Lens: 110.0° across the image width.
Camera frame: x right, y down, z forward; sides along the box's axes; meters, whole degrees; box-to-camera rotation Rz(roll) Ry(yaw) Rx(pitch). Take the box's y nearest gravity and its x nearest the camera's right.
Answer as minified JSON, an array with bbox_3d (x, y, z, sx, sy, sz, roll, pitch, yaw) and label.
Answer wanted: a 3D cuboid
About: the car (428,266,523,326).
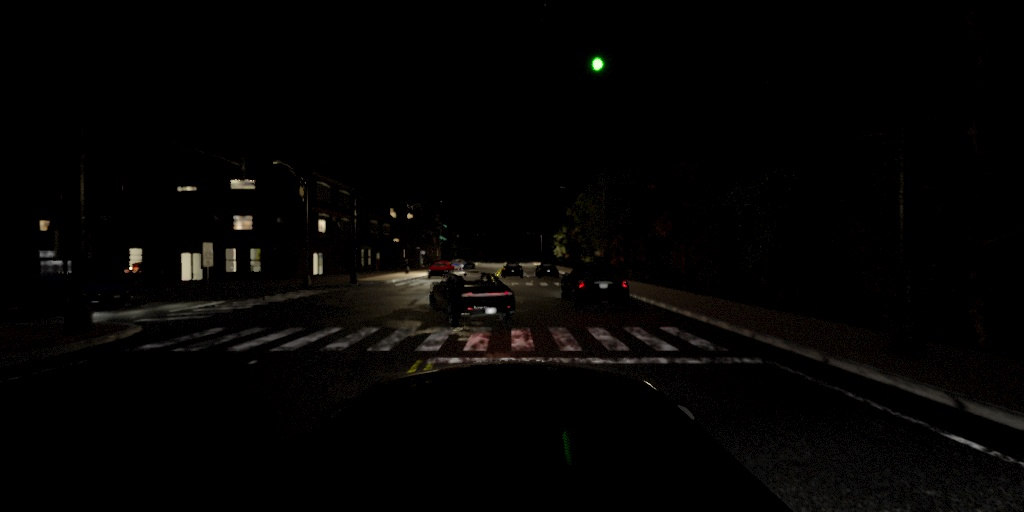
[{"bbox_3d":[-1.474,1.253,11.887,2.128,1.511,4.902,0,0,-22],"label":"car"}]

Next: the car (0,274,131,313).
[{"bbox_3d":[-19.727,1.541,15.626,5.008,1.535,1.882,-1,1,0],"label":"car"}]

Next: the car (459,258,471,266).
[{"bbox_3d":[-6.630,1.146,43.836,2.097,1.767,4.553,0,0,0],"label":"car"}]

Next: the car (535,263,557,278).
[{"bbox_3d":[3.321,1.347,34.663,1.994,1.385,4.181,0,0,0],"label":"car"}]

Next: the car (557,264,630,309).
[{"bbox_3d":[3.355,1.116,15.237,2.097,1.767,4.553,0,0,0],"label":"car"}]

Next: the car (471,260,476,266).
[{"bbox_3d":[-6.585,1.353,54.464,2.033,1.411,5.357,0,0,0],"label":"car"}]

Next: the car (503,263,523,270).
[{"bbox_3d":[0.072,1.347,34.636,1.994,1.385,4.181,0,0,0],"label":"car"}]

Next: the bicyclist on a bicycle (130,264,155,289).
[{"bbox_3d":[-24.963,1.366,24.246,0.582,1.620,1.656,-1,1,-1],"label":"bicyclist on a bicycle"}]

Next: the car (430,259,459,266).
[{"bbox_3d":[-6.620,1.261,34.040,1.882,1.535,5.008,0,0,0],"label":"car"}]
